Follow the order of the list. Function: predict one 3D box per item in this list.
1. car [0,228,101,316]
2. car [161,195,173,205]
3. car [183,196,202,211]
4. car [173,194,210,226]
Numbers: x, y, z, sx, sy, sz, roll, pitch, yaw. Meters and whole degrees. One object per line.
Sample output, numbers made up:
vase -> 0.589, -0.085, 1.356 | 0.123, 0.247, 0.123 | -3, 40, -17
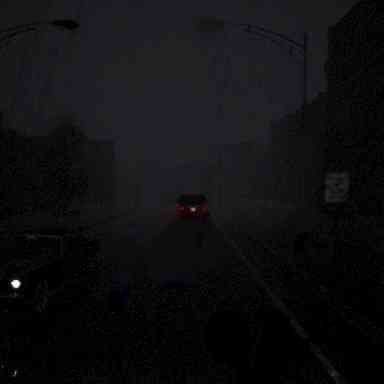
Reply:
car -> -3.612, 1.575, 7.586 | 1.895, 1.301, 4.718 | 0, 0, 0
car -> -3.651, 1.220, 51.065 | 1.882, 1.535, 5.008 | 0, 0, 0
car -> 0.032, 1.330, 39.870 | 2.128, 1.511, 4.902 | 0, 0, 0
car -> 0.062, 1.140, 22.678 | 2.150, 2.045, 5.566 | 0, 0, 0
